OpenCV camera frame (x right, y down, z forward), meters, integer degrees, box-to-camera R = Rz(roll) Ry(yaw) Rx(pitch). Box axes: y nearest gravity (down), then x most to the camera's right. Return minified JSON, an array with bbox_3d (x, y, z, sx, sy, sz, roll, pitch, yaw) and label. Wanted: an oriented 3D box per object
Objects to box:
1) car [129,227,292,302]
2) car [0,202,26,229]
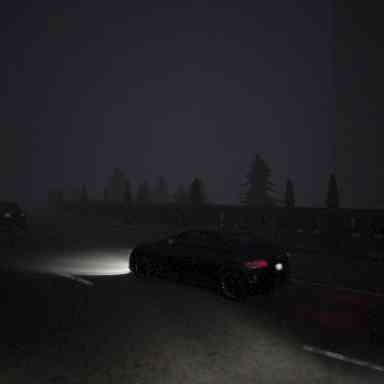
[{"bbox_3d":[0.322,1.581,8.426,4.181,1.385,1.994,0,0,39],"label":"car"},{"bbox_3d":[-11.989,1.377,20.827,2.097,1.767,4.553,0,0,-40],"label":"car"}]
